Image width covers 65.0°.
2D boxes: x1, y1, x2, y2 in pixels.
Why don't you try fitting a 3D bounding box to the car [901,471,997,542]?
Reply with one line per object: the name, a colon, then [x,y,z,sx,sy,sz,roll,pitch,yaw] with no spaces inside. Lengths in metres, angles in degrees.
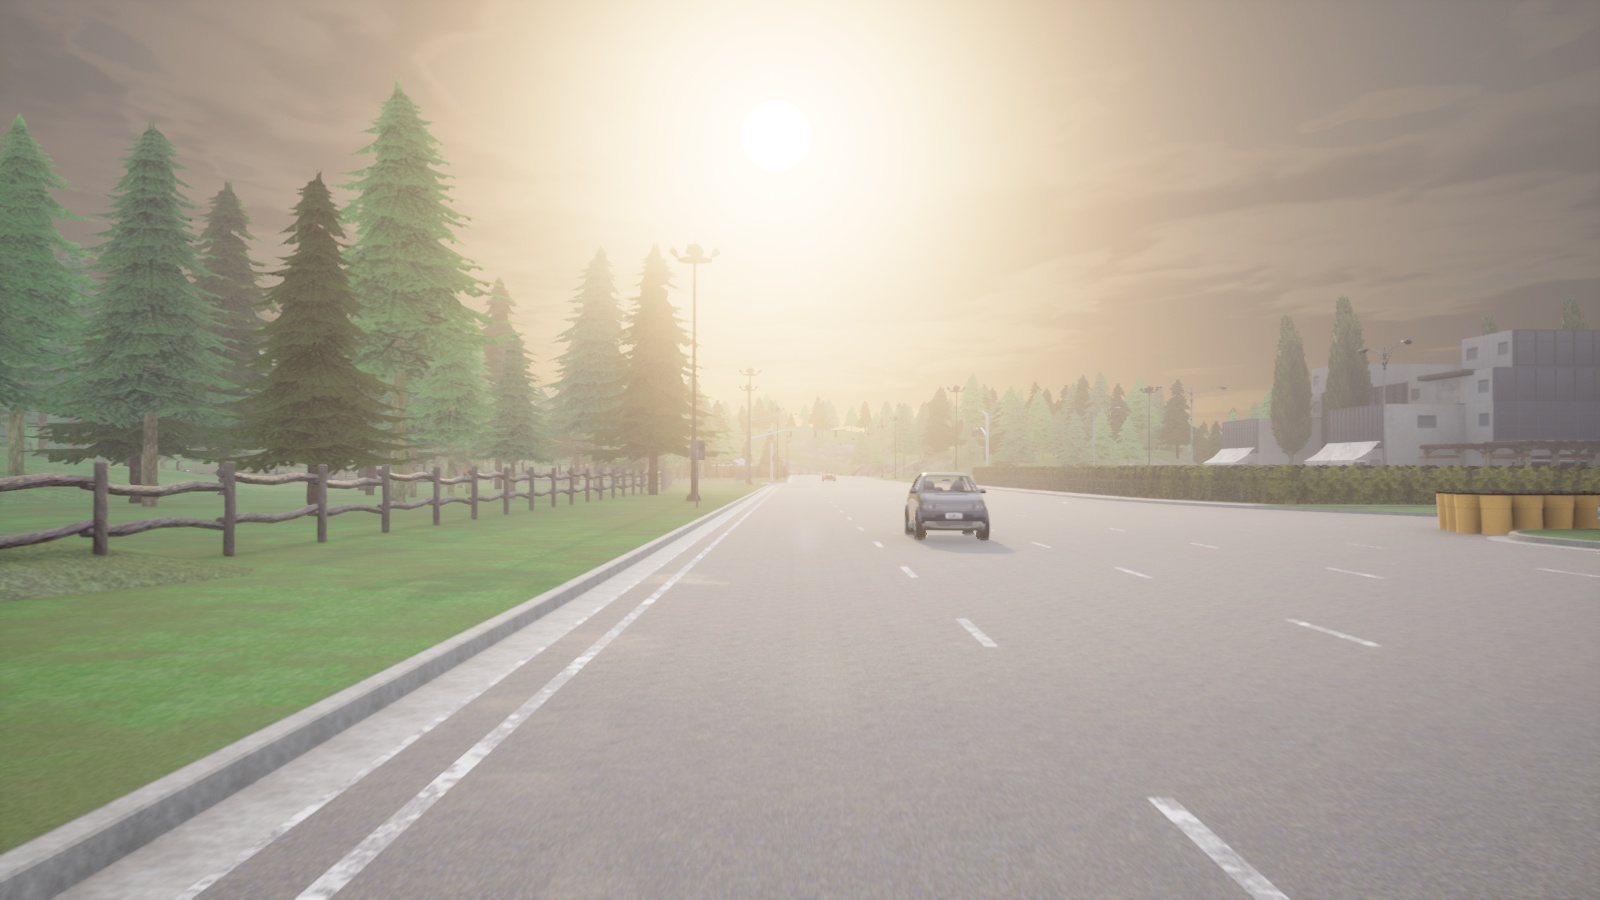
car: [3.431,1.272,29.469,1.789,1.549,3.705,0,-1,0]
